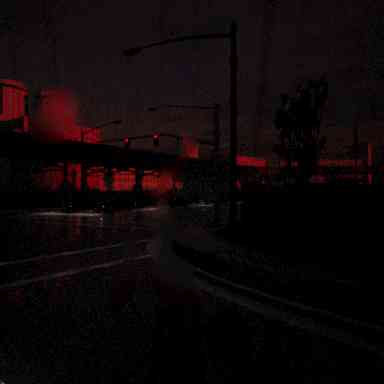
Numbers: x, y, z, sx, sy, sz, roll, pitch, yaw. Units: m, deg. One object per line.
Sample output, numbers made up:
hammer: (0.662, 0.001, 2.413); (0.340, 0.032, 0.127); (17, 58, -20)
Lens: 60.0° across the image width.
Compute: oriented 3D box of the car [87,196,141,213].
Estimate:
car: (-8.053, 1.351, 34.721); (1.837, 1.490, 4.892); (0, 1, 37)

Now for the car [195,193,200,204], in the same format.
car: (-0.572, 0.964, 50.399); (2.097, 1.767, 4.553); (0, 1, 37)

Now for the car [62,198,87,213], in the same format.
car: (-11.619, 1.389, 35.811); (1.812, 1.442, 4.674); (0, 1, 37)

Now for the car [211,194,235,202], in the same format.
car: (5.453, 1.021, 58.325); (1.895, 1.301, 4.718); (0, 1, 38)

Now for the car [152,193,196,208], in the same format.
car: (-2.176, 1.276, 42.490); (2.033, 1.411, 5.357); (0, 1, 37)

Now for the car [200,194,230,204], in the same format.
car: (3.707, 1.094, 50.254); (1.812, 1.442, 4.674); (0, 1, 37)

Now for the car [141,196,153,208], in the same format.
car: (-6.095, 1.244, 43.110); (2.128, 1.511, 4.902); (0, 1, 37)

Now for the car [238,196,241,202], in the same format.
car: (9.703, 0.920, 58.114); (2.033, 1.411, 5.357); (0, 1, 38)
